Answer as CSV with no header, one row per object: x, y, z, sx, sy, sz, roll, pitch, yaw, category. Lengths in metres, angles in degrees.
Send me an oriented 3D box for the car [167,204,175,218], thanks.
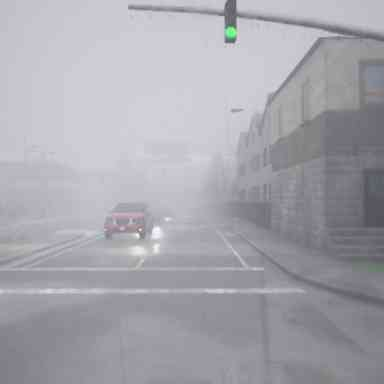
-3.538,2.409,40.906,1.994,1.385,4.181,0,-1,0,car

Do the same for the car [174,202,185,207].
-3.989,3.607,94.584,4.181,1.385,1.994,-2,-2,28,car

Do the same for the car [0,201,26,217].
-22.620,2.139,41.876,1.905,1.878,3.866,0,-1,0,car

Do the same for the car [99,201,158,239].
-3.597,1.579,19.886,2.150,2.045,5.566,0,-1,0,car

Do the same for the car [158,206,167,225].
-3.589,2.193,30.000,1.895,1.301,4.718,0,-1,0,car

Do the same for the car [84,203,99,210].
-22.161,3.329,75.860,4.611,1.667,2.242,0,-1,0,car
